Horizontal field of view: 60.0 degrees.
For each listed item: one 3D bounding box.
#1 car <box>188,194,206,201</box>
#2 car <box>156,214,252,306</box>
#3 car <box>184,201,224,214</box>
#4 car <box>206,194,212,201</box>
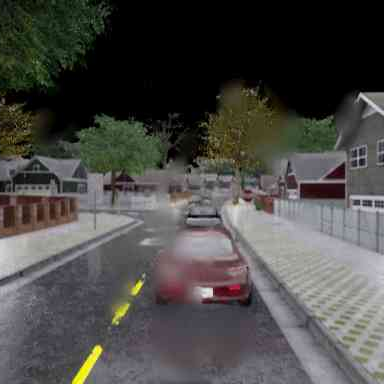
[{"bbox_3d":[0.549,1.203,50.417,1.837,1.490,4.892,0,1,7],"label":"car"},{"bbox_3d":[0.261,1.494,7.819,1.812,1.442,4.674,0,0,2],"label":"car"},{"bbox_3d":[0.599,1.423,17.174,2.128,1.511,4.902,0,0,3],"label":"car"},{"bbox_3d":[2.891,1.063,66.211,2.033,1.411,5.357,0,1,10],"label":"car"}]
